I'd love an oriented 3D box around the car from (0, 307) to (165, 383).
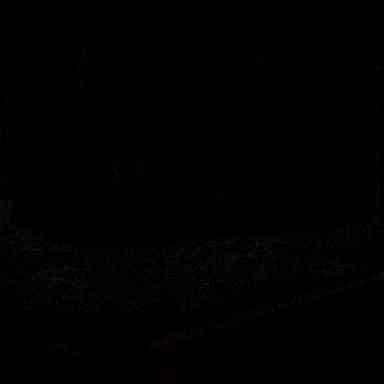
[{"bbox_3d":[-2.323,1.525,1.722,4.674,1.442,1.812,0,0,-35],"label":"car"}]
